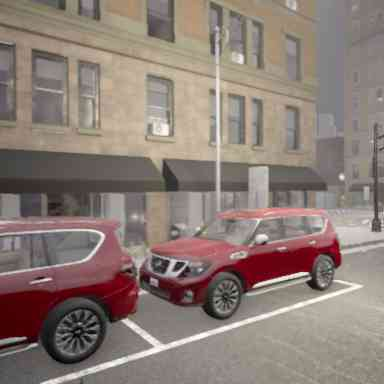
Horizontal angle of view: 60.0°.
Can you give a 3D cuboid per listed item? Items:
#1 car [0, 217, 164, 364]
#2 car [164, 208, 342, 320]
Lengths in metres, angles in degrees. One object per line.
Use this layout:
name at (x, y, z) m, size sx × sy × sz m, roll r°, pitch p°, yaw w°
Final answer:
car at (-3.126, 1.315, 4.313) m, size 5.009 × 1.841 × 2.192 m, roll 0°, pitch -1°, yaw -36°
car at (1.357, 1.325, 7.514) m, size 5.009 × 1.841 × 2.192 m, roll 0°, pitch -1°, yaw -36°
